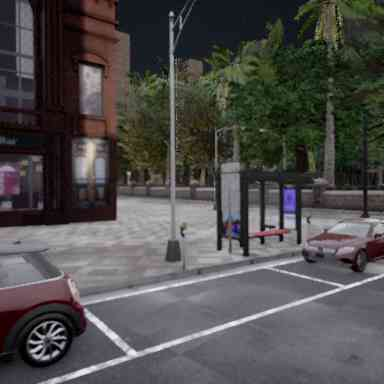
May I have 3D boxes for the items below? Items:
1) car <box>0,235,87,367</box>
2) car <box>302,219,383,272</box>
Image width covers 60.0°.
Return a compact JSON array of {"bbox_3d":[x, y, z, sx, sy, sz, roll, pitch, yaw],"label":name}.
[{"bbox_3d":[-3.565,1.444,4.103,4.097,1.590,1.967,0,0,-36],"label":"car"},{"bbox_3d":[5.244,1.514,10.444,4.206,1.307,1.802,0,0,-36],"label":"car"}]
